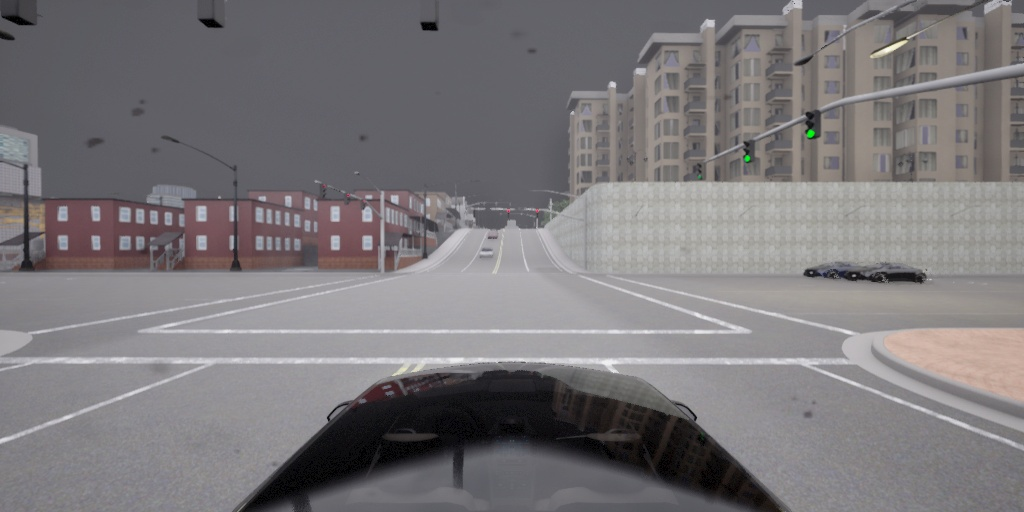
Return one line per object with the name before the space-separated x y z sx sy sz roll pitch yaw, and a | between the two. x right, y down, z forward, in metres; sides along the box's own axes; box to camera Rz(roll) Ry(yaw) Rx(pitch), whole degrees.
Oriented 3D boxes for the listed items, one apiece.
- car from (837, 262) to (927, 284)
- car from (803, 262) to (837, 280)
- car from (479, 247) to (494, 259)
car | 25.086 1.142 24.198 4.181 1.385 1.994 0 0 0
car | 25.095 1.116 27.698 4.181 1.385 1.994 0 0 0
car | -3.581 -0.465 50.806 1.895 1.301 4.718 0 9 0
